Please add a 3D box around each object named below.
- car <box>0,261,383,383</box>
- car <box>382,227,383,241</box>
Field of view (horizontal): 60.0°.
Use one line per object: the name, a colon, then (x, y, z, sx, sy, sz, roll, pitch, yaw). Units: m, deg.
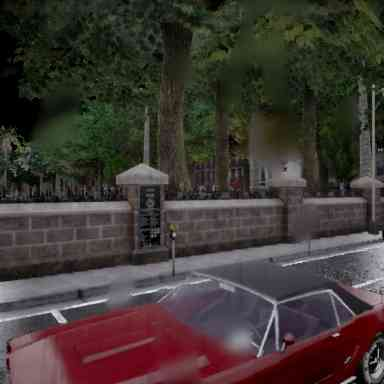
car: (0.497, 1.601, 3.741, 4.718, 1.301, 1.895, 0, 0, -35)
car: (9.786, 1.310, 13.538, 5.009, 1.841, 2.192, 0, 0, -36)
